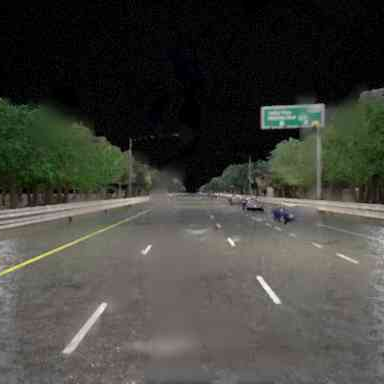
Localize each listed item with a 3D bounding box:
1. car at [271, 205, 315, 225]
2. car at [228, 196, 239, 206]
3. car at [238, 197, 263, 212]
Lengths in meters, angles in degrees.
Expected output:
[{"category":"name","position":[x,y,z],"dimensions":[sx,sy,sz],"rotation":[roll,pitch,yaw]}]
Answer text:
[{"category":"car","position":[7.026,1.591,23.796],"dimensions":[1.895,1.301,4.718],"rotation":[0,0,0]},{"category":"car","position":[7.095,1.467,55.080],"dimensions":[2.128,1.511,4.902],"rotation":[0,0,0]},{"category":"car","position":[7.061,1.545,39.240],"dimensions":[1.994,1.385,4.181],"rotation":[0,0,0]}]
